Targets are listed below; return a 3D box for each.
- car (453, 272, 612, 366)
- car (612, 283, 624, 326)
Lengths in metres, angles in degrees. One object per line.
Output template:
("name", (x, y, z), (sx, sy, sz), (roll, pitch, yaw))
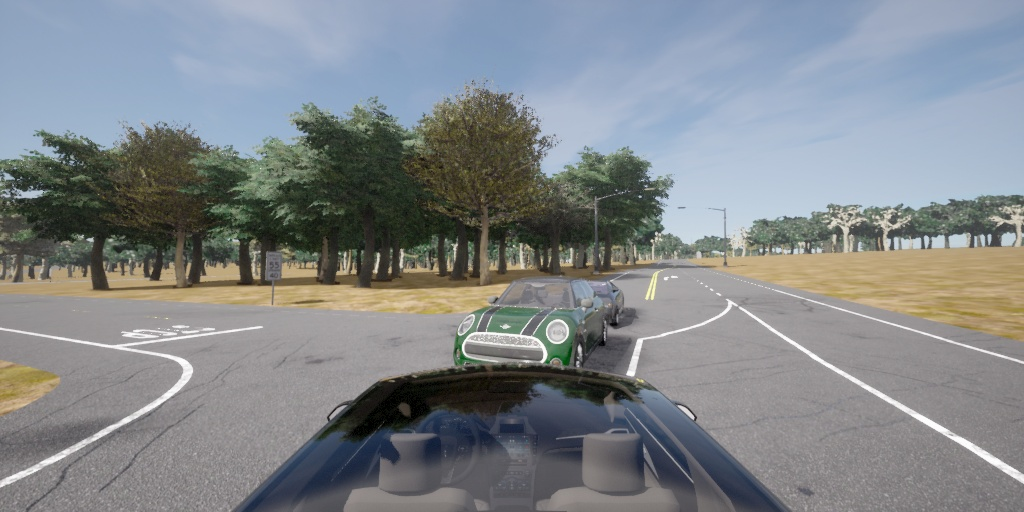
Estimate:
("car", (0.673, 1.223, 7.488), (2.097, 1.767, 4.553), (-1, -2, 22))
("car", (2.892, 1.555, 12.923), (1.994, 1.385, 4.181), (-2, 0, 22))
